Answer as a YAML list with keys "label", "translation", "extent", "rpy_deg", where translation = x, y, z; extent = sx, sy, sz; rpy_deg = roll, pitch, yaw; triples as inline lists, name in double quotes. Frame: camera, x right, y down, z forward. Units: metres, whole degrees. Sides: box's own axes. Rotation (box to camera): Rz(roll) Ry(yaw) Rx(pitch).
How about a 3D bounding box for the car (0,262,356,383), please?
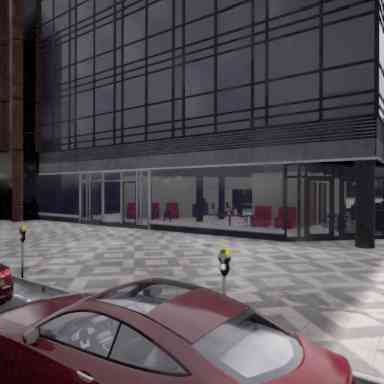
- label: "car"
  translation: [-0.581, 1.581, 3.370]
  extent: [4.206, 1.307, 1.802]
  rpy_deg: [0, 0, 35]
